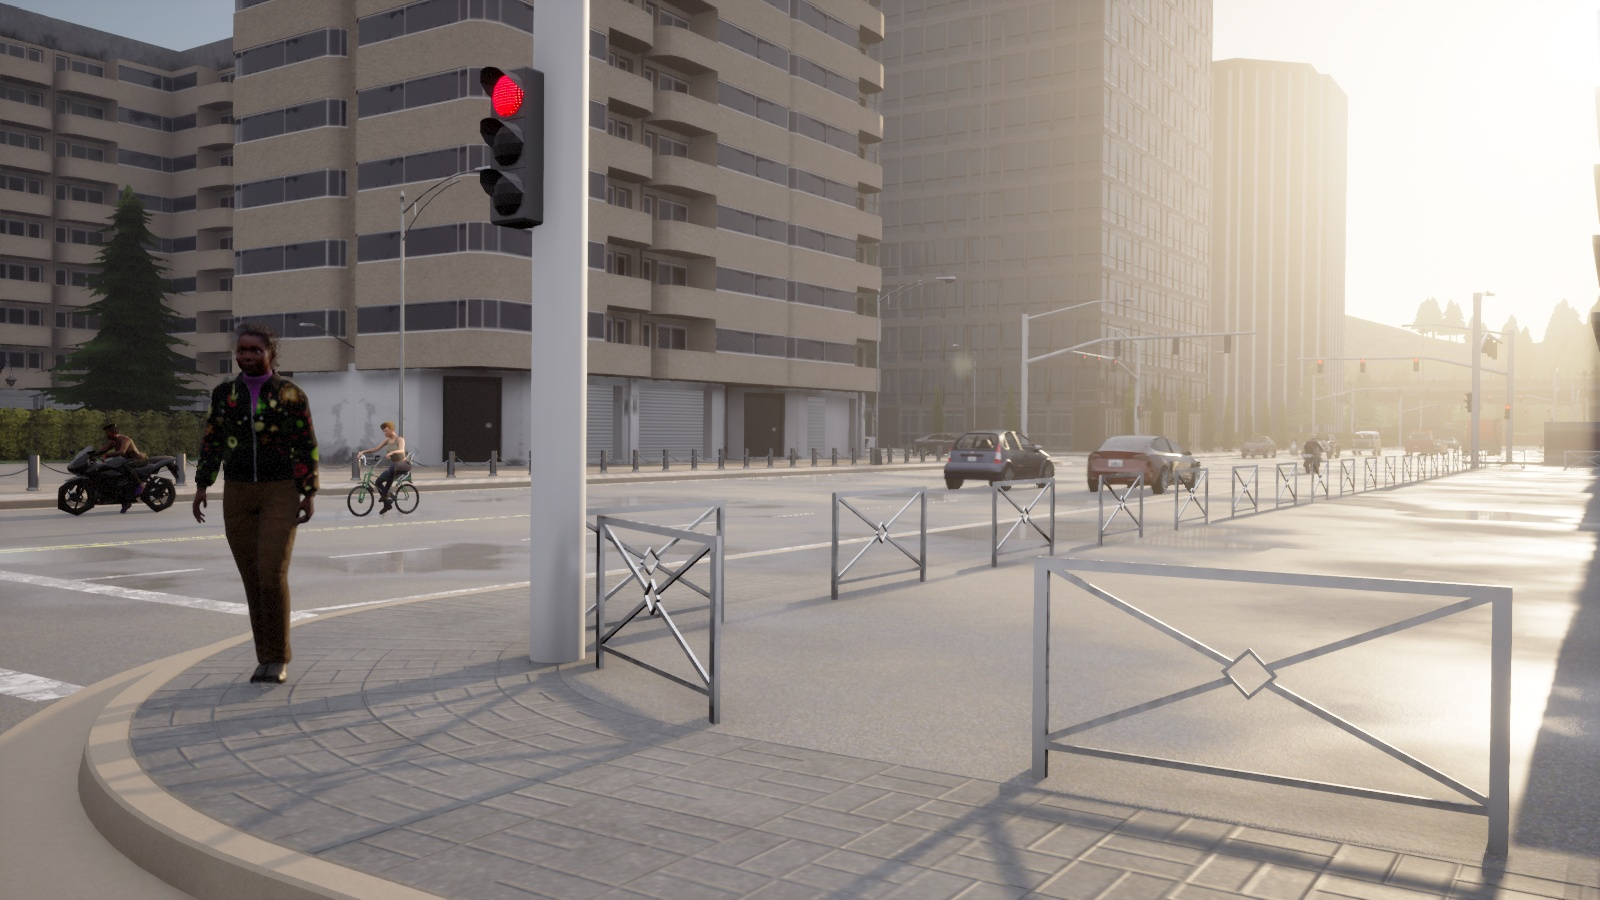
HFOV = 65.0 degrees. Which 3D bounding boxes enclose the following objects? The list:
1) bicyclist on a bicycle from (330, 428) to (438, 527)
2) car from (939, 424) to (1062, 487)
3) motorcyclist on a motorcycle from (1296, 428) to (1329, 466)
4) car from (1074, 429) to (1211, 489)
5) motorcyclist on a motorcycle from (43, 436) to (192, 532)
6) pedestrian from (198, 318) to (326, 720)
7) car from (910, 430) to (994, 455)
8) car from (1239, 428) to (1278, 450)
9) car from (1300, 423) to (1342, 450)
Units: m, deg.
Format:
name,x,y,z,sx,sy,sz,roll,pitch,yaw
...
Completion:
name,x,y,z,sx,sy,sz,roll,pitch,yaw
bicyclist on a bicycle,-7.076,0.440,21.409,0.866,1.612,1.509,0,1,33
car,5.528,0.111,34.314,1.851,1.617,3.988,0,1,33
motorcyclist on a motorcycle,21.191,-0.134,51.919,0.866,1.530,2.191,0,1,33
car,9.235,0.189,33.590,2.163,1.488,4.792,0,1,33
motorcyclist on a motorcycle,-11.443,0.529,21.112,0.797,1.523,2.044,0,1,33
pedestrian,-2.714,0.327,6.384,0.395,1.930,0.692,-1,1,-7
car,9.505,-0.476,78.620,4.892,1.490,1.837,-1,1,33
car,32.145,-0.781,87.929,1.789,1.549,3.705,0,1,33
car,36.743,-0.994,88.571,1.932,1.855,4.605,0,1,33
